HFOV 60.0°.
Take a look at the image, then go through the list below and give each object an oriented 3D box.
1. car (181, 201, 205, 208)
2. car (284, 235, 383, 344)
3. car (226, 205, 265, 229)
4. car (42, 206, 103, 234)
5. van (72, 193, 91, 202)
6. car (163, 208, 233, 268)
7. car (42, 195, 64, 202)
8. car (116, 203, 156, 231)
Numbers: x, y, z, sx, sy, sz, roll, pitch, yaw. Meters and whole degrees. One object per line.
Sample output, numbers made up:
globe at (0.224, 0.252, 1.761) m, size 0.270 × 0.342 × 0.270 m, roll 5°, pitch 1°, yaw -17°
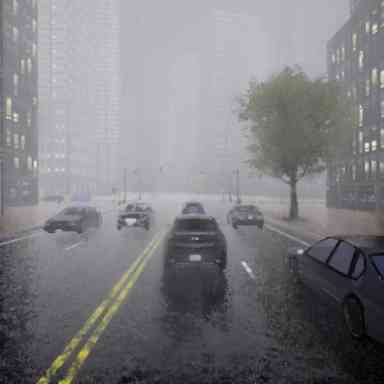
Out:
car at (0.093, 1.481, 27.387) m, size 1.812 × 1.442 × 4.674 m, roll 0°, pitch 0°, yaw 0°
car at (3.334, 1.539, 6.362) m, size 2.033 × 1.411 × 5.357 m, roll 0°, pitch 0°, yaw 0°
car at (3.334, 1.515, 21.510) m, size 2.033 × 1.411 × 5.357 m, roll 0°, pitch 0°, yaw 0°
car at (-6.603, 1.519, 19.181) m, size 2.033 × 1.411 × 5.357 m, roll 0°, pitch 0°, yaw 0°
van at (-22.657, 1.051, 67.820) m, size 3.998 × 1.788 × 1.690 m, roll 0°, pitch 0°, yaw 1°
car at (0.093, 1.489, 11.179) m, size 1.837 × 1.490 × 4.892 m, roll 0°, pitch 0°, yaw 0°
car at (-28.196, 1.229, 67.867) m, size 4.507 × 1.381 × 1.887 m, roll 0°, pitch 0°, yaw 1°
car at (-3.351, 1.461, 20.572) m, size 2.128 × 1.511 × 4.902 m, roll 0°, pitch 0°, yaw 0°
